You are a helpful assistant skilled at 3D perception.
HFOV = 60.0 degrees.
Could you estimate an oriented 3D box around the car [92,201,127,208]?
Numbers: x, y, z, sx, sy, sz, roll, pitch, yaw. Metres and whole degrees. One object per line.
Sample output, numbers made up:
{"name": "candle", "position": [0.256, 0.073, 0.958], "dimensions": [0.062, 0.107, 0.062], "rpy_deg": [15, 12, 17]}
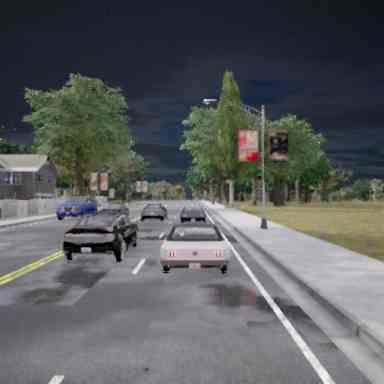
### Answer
{"name": "car", "position": [-6.596, 1.667, 28.524], "dimensions": [2.033, 1.411, 5.357], "rpy_deg": [0, 0, 0]}

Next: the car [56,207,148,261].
{"name": "car", "position": [-3.164, 1.531, 12.390], "dimensions": [2.128, 1.511, 4.902], "rpy_deg": [0, 0, 0]}

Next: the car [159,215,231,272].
{"name": "car", "position": [0.087, 1.635, 10.840], "dimensions": [1.895, 1.301, 4.718], "rpy_deg": [0, 0, 0]}

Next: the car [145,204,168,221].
{"name": "car", "position": [-3.159, 1.683, 28.496], "dimensions": [1.994, 1.385, 4.181], "rpy_deg": [0, 0, 0]}

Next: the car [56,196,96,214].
{"name": "car", "position": [-9.842, 1.345, 29.060], "dimensions": [2.150, 2.045, 5.566], "rpy_deg": [0, 0, 0]}

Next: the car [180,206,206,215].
{"name": "car", "position": [0.085, 1.704, 25.789], "dimensions": [1.895, 1.301, 4.718], "rpy_deg": [0, 0, 0]}
